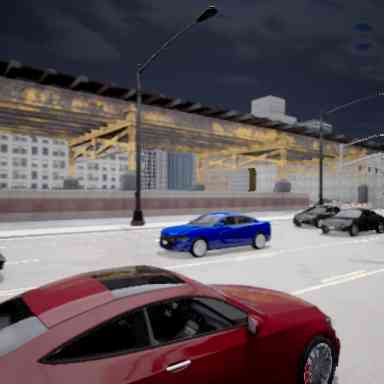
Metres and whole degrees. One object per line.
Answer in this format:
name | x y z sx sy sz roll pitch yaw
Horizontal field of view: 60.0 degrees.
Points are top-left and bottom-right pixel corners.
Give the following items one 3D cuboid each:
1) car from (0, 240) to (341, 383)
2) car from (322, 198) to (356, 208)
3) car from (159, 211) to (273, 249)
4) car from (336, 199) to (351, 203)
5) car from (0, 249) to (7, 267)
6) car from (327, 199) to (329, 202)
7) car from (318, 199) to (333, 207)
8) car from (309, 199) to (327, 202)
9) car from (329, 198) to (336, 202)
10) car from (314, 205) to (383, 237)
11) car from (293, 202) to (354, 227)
car | -0.387 1.539 3.470 4.674 1.442 1.812 1 0 -36
car | 25.480 1.911 57.623 4.974 1.542 2.038 0 0 -7
car | 1.070 1.550 13.349 5.008 1.535 1.882 1 0 -36
car | 25.430 1.753 57.617 4.536 1.218 1.853 0 0 -7
car | -7.233 1.535 7.432 5.357 1.411 2.033 1 0 -35
car | 17.824 1.827 51.179 4.974 1.542 2.038 0 0 8
car | 21.586 1.709 53.914 1.853 1.218 4.536 0 0 18
car | 17.774 1.669 51.187 4.536 1.218 1.853 0 0 8
car | 21.569 1.866 53.864 2.038 1.542 4.974 0 0 18
car | 9.440 1.685 19.307 4.674 1.442 1.812 1 0 -35
car | 9.084 1.691 23.247 4.892 1.490 1.837 1 -1 -35
